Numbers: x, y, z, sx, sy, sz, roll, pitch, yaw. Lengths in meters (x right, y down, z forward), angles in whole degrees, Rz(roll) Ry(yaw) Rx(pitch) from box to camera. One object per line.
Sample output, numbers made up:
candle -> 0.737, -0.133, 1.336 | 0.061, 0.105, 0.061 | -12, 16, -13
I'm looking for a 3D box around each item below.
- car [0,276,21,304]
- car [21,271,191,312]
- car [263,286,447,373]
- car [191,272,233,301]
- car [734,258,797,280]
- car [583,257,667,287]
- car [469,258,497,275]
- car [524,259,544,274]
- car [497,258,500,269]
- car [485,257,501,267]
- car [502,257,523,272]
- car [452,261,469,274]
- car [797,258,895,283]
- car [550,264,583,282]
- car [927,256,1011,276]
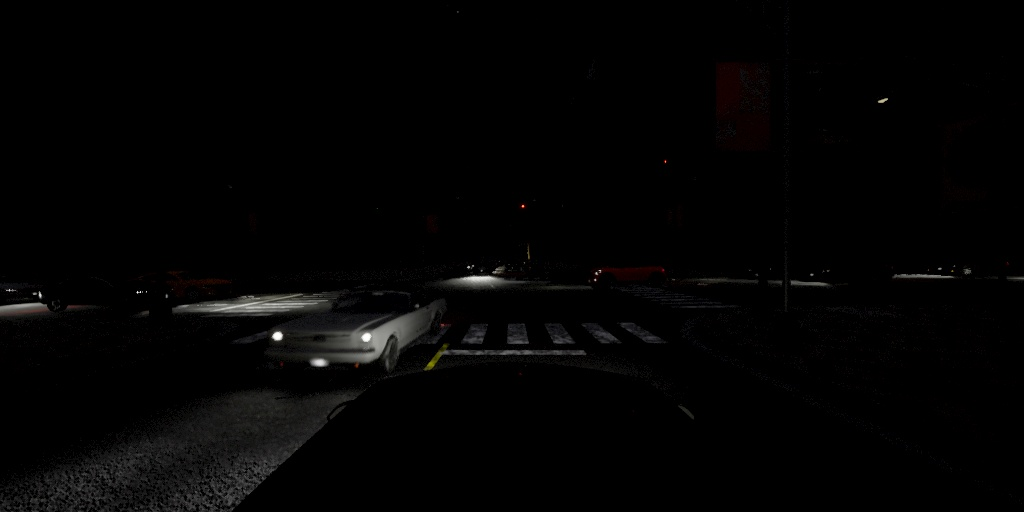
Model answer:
car -> -27.620, 1.763, 18.979 | 4.674, 1.442, 1.812 | -1, 0, 0
car -> -17.624, 1.547, 15.751 | 4.902, 1.511, 2.128 | -1, 0, 2
car -> -2.860, 1.357, 7.752 | 1.895, 1.301, 4.718 | 0, 0, 3
car -> -17.646, 1.528, 18.995 | 5.008, 1.535, 1.882 | -1, 0, 2
car -> 18.699, 0.861, 25.741 | 5.008, 1.535, 1.882 | -1, 0, 0
car -> 7.096, 0.948, 22.476 | 4.553, 1.767, 2.097 | -1, 0, 0
car -> -3.110, 1.246, 39.137 | 2.128, 1.511, 4.902 | 0, 0, 0
car -> 2.740, 1.305, 41.206 | 2.007, 1.370, 4.403 | 0, 0, 0
car -> -3.156, 1.305, 48.995 | 2.033, 1.411, 5.357 | 0, 0, 0
car -> -3.191, 1.288, 58.933 | 1.812, 1.442, 4.674 | 0, 0, 0
car -> 0.041, 1.248, 47.298 | 2.128, 1.511, 4.902 | 0, 0, 0
car -> -5.785, 1.305, 41.169 | 2.007, 1.370, 4.403 | 0, 0, 0
car -> 21.138, 0.872, 22.490 | 4.674, 1.442, 1.812 | -1, 0, 0
car -> 5.223, 1.246, 26.839 | 4.718, 1.301, 1.895 | -2, 0, 16
car -> 32.725, 0.705, 25.758 | 4.181, 1.385, 1.994 | -1, 0, 0
